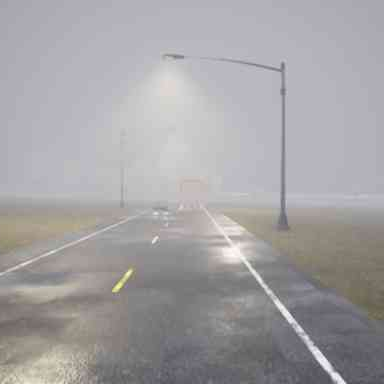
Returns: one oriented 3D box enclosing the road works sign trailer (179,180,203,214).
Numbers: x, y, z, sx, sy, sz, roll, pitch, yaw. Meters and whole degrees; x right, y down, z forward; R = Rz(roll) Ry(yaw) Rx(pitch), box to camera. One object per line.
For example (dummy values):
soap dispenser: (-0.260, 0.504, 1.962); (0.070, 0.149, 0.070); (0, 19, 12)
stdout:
road works sign trailer: (-0.026, 0.513, 36.541); (2.380, 3.560, 2.880); (0, 0, 0)

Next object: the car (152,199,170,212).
car: (-3.617, 1.601, 40.036); (2.033, 1.411, 5.357); (0, 0, 0)
